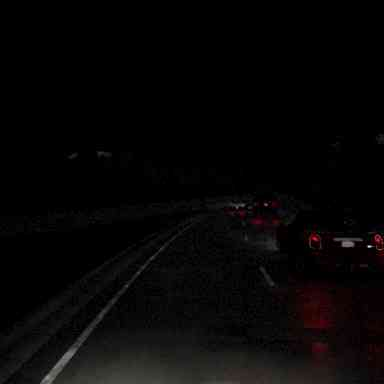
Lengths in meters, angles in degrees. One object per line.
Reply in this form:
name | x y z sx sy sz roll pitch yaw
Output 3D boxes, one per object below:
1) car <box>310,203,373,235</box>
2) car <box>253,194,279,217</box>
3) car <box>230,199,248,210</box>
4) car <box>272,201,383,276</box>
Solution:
car | 8.616 1.478 19.729 2.128 1.511 4.902 0 0 8
car | 6.903 1.199 31.104 2.150 2.045 5.566 0 0 12
car | 5.979 1.573 42.052 1.895 1.301 4.718 0 0 15
car | 4.094 1.345 10.530 2.097 1.767 4.553 0 0 4
